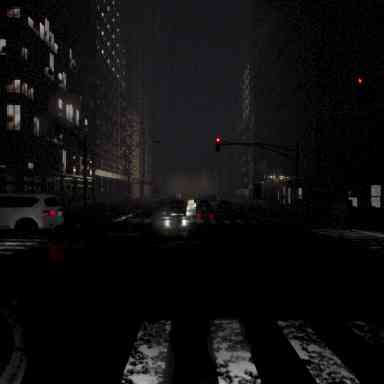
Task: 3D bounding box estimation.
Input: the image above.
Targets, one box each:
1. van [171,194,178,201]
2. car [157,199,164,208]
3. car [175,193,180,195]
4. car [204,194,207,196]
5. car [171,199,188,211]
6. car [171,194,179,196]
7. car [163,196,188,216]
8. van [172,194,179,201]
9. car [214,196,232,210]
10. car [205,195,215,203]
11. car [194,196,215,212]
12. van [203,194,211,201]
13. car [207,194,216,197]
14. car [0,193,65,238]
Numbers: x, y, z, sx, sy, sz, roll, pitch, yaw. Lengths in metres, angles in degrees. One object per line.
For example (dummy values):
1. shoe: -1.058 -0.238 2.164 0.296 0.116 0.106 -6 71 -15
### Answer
1. van: -4.185 1.321 80.477 1.690 1.788 3.998 0 0 0
2. car: -4.037 1.593 47.311 1.802 1.307 4.206 0 0 0
3. car: -4.160 1.426 74.949 1.967 1.590 4.097 0 0 0
4. car: 1.304 1.545 64.008 2.033 1.411 5.357 0 0 0
5. car: -1.540 1.614 42.680 1.895 1.301 4.718 0 0 0
6. car: -4.111 1.564 63.894 1.947 1.339 4.313 0 0 0
7. car: -1.507 1.494 33.319 1.882 1.535 5.008 0 0 0
8. van: -4.210 1.315 86.004 1.690 1.788 3.998 0 0 0
9. car: 3.917 1.579 41.820 1.947 1.339 4.313 0 0 0
10. car: 3.744 1.432 69.457 1.967 1.590 4.097 0 0 0
11. car: 1.372 1.540 38.542 1.812 1.442 4.674 0 0 0
12. van: 3.695 1.321 80.512 1.690 1.788 3.998 0 0 0
13. car: 3.769 1.313 63.929 2.192 1.841 5.009 0 0 0
14. car: -9.179 1.077 16.255 5.566 2.045 2.150 1 0 -3
